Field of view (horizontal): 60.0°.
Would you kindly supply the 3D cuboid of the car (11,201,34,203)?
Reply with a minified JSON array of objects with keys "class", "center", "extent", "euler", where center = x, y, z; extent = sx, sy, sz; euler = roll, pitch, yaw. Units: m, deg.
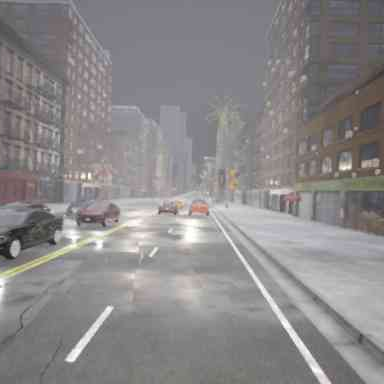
[{"class":"car","center":[-9.518,1.293,18.657],"extent":[1.837,1.490,4.892],"euler":[2,0,1]}]

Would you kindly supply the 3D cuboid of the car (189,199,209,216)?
[{"class":"car","center":[0.756,1.551,35.864],"extent":[2.097,1.767,4.553],"euler":[2,0,1]}]

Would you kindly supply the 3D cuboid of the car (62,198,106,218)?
[{"class":"car","center":[-9.274,1.334,29.079],"extent":[2.128,1.511,4.902],"euler":[2,0,2]}]

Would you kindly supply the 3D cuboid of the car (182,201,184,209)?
[{"class":"car","center":[-2.222,1.624,48.412],"extent":[1.882,1.535,5.008],"euler":[2,0,1]}]

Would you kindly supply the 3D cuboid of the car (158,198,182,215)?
[{"class":"car","center":[-2.480,1.657,35.706],"extent":[1.994,1.385,4.181],"euler":[2,0,1]}]

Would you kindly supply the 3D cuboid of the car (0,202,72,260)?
[{"class":"car","center":[-6.404,1.335,12.099],"extent":[1.882,1.535,5.008],"euler":[2,0,1]}]

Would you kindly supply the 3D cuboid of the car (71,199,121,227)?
[{"class":"car","center":[-6.186,1.393,22.496],"extent":[1.882,1.535,5.008],"euler":[2,0,1]}]

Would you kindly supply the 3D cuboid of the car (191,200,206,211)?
[{"class":"car","center":[0.927,1.847,47.182],"extent":[1.895,1.301,4.718],"euler":[2,0,2]}]
